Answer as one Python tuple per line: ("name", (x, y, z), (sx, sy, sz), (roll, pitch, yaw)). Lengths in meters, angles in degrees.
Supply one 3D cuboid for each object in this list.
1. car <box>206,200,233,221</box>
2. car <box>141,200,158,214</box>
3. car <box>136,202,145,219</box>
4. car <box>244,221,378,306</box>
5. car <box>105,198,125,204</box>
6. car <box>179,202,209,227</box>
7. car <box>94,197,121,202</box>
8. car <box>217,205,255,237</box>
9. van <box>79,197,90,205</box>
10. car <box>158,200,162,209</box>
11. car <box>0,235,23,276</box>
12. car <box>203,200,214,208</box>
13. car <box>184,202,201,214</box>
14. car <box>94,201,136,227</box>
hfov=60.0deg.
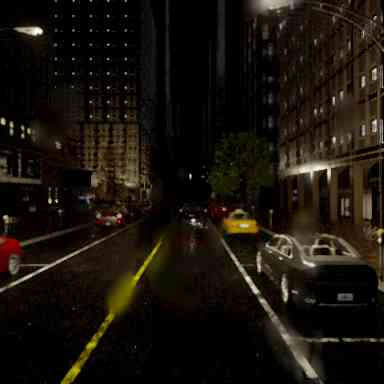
("car", (2.680, 1.594, 30.111), (2.192, 1.841, 5.009), (0, -1, 0))
("car", (-5.702, 1.821, 41.153), (1.967, 1.590, 4.097), (0, -1, 0))
("car", (-5.699, 1.860, 30.104), (1.802, 1.307, 4.206), (0, -1, 0))
("car", (2.685, 1.625, 8.013), (2.008, 1.369, 4.403), (0, -1, 0))
("car", (-18.535, 2.247, 80.069), (4.403, 1.369, 2.008), (0, 0, 1))
("car", (0.099, 1.736, 25.101), (1.837, 1.490, 4.892), (0, -1, 0))
("car", (-18.620, 1.977, 71.690), (5.009, 1.841, 2.192), (0, 0, 1))
("car", (2.683, 1.703, 19.231), (1.752, 1.417, 4.829), (0, -1, 0))
("van", (-24.161, 1.995, 71.746), (3.998, 1.788, 1.690), (0, 0, 1))
("car", (-5.761, 1.999, 46.674), (1.947, 1.339, 4.313), (0, -1, 0))
("car", (-5.695, 1.656, 8.008), (1.802, 1.307, 4.206), (0, -1, 0))
("car", (2.806, 2.119, 57.729), (1.802, 1.307, 4.206), (0, -1, 0))
("car", (0.093, 1.950, 41.705), (1.994, 1.385, 4.181), (0, -1, 0))
("car", (-5.699, 1.667, 24.580), (1.967, 1.590, 4.097), (0, -1, 0))
